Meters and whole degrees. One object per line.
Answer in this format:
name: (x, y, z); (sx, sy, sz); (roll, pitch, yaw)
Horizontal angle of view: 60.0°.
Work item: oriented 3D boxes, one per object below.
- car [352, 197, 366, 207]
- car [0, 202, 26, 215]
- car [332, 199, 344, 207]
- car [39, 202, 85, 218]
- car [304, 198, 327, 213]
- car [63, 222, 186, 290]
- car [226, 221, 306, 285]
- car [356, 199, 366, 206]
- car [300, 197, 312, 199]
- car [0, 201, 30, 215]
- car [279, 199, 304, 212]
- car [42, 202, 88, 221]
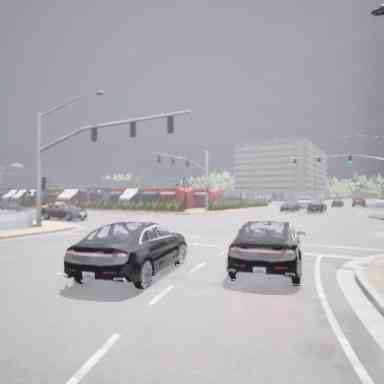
car: (34.207, 2.014, 68.373); (2.150, 2.045, 5.566); (0, -1, 29)
car: (-19.417, 1.941, 34.855); (4.181, 1.385, 1.994); (0, -1, 29)
car: (29.337, 2.240, 66.859); (1.882, 1.535, 5.008); (0, -1, 29)
car: (-14.075, 1.876, 35.830); (5.008, 1.535, 1.882); (0, -1, 30)
car: (16.631, 1.975, 44.128); (1.882, 1.535, 5.008); (0, -1, 29)
car: (-1.569, 1.589, 9.476); (2.128, 1.511, 4.902); (0, 0, 16)
car: (2.300, 1.603, 9.956); (2.128, 1.511, 4.902); (0, -1, 18)
car: (39.407, 2.420, 77.590); (1.812, 1.442, 4.674); (0, -1, 29)
car: (19.090, 1.847, 55.980); (2.150, 2.045, 5.566); (0, -1, 29)
car: (-22.262, 1.921, 40.530); (4.902, 1.511, 2.128); (0, -1, 30)
car: (13.791, 2.064, 46.623); (2.033, 1.411, 5.357); (0, -1, 29)
car: (-11.685, 1.839, 30.424); (4.902, 1.511, 2.128); (0, -1, 30)
